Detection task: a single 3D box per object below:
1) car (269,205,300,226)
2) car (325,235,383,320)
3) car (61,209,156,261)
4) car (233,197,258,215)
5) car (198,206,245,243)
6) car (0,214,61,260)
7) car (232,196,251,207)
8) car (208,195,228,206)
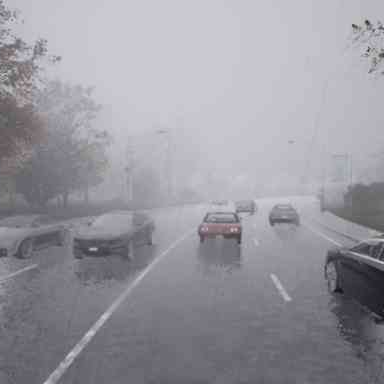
[{"bbox_3d":[6.550,1.581,23.883,1.994,1.385,4.181,0,0,12],"label":"car"},{"bbox_3d":[3.936,1.503,5.917,2.128,1.511,4.902,0,0,3],"label":"car"},{"bbox_3d":[-2.694,1.461,12.530,1.882,1.535,5.008,0,0,7],"label":"car"},{"bbox_3d":[5.656,1.554,34.379,2.033,1.411,5.357,0,0,17],"label":"car"},{"bbox_3d":[1.489,1.599,16.118,1.895,1.301,4.718,0,0,8],"label":"car"},{"bbox_3d":[-6.220,1.533,12.217,1.994,1.385,4.181,0,0,6],"label":"car"},{"bbox_3d":[7.818,1.480,52.015,1.882,1.535,5.008,0,0,21],"label":"car"},{"bbox_3d":[4.126,1.334,52.105,2.097,1.767,4.553,0,0,21],"label":"car"}]
